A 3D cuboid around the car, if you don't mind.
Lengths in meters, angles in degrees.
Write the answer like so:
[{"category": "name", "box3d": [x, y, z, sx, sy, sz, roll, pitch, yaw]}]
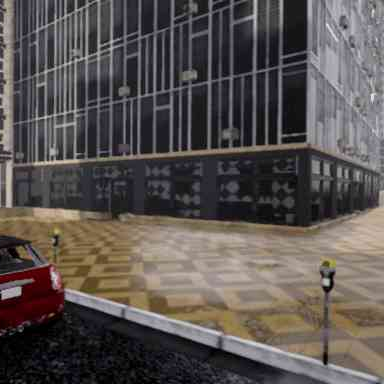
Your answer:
[{"category": "car", "box3d": [-4.097, 1.431, 5.779, 4.097, 1.590, 1.967, 0, 1, 35]}]
